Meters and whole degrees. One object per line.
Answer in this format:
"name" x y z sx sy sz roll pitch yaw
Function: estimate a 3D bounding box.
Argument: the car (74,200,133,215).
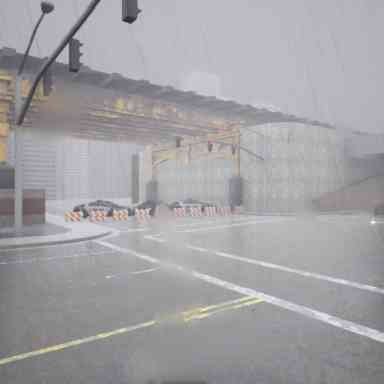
"car" -7.595 1.295 28.805 4.536 1.218 1.853 0 0 8

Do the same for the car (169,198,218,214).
"car" 0.108 1.453 35.247 4.974 1.542 2.038 0 0 -7

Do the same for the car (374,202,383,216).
"car" 19.020 1.478 31.348 5.008 1.535 1.882 0 0 -37

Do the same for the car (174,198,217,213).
"car" 0.056 1.295 35.241 4.536 1.218 1.853 0 0 -7

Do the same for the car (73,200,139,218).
"car" -7.544 1.453 28.798 4.974 1.542 2.038 0 0 8

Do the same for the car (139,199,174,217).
"car" -3.800 1.453 31.485 2.038 1.542 4.974 0 0 18

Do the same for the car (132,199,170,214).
"car" -3.784 1.295 31.535 1.853 1.218 4.536 0 0 18
